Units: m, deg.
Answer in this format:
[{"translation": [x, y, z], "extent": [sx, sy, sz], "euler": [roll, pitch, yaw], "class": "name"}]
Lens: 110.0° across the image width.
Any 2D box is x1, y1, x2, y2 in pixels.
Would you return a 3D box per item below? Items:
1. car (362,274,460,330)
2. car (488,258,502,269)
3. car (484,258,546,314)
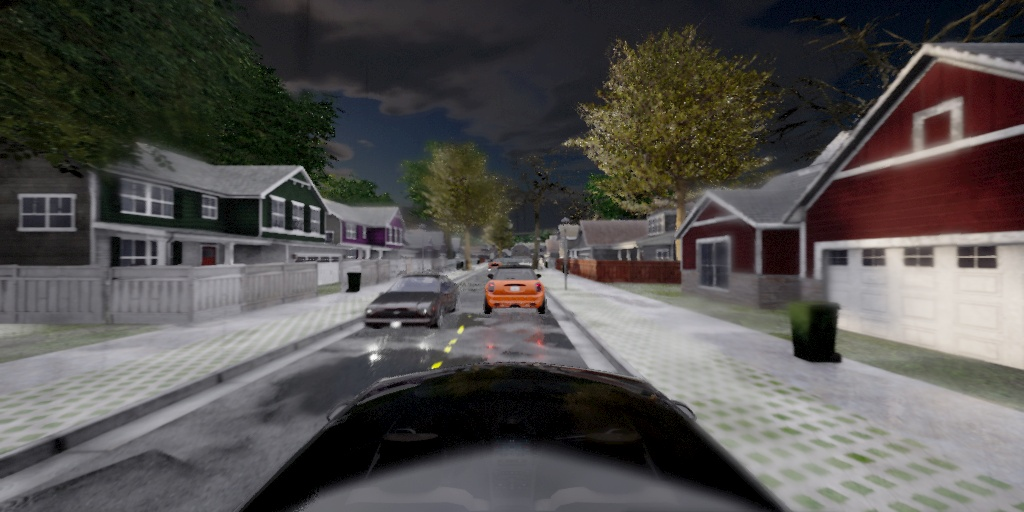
[{"translation": [-2.847, 1.302, 11.469], "extent": [2.033, 1.411, 5.357], "euler": [0, 0, 0], "class": "car"}, {"translation": [-2.743, 1.204, 59.219], "extent": [2.097, 1.767, 4.553], "euler": [0, 0, 0], "class": "car"}, {"translation": [0.100, 1.108, 14.027], "extent": [2.097, 1.767, 4.553], "euler": [0, 0, 0], "class": "car"}]
